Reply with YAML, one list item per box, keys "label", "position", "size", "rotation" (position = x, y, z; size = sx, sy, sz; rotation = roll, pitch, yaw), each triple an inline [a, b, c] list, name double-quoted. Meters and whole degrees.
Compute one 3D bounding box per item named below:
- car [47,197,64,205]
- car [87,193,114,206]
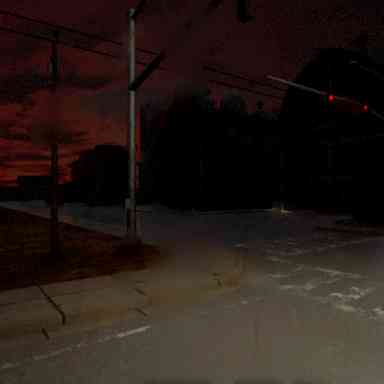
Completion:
- label: "car"
  position: [-23.348, 1.537, 56.654]
  size: [1.994, 1.385, 4.181]
  rotation: [0, 0, -36]
- label: "car"
  position: [-13.817, 1.118, 50.584]
  size: [3.866, 1.878, 1.905]
  rotation: [-2, 5, 11]
